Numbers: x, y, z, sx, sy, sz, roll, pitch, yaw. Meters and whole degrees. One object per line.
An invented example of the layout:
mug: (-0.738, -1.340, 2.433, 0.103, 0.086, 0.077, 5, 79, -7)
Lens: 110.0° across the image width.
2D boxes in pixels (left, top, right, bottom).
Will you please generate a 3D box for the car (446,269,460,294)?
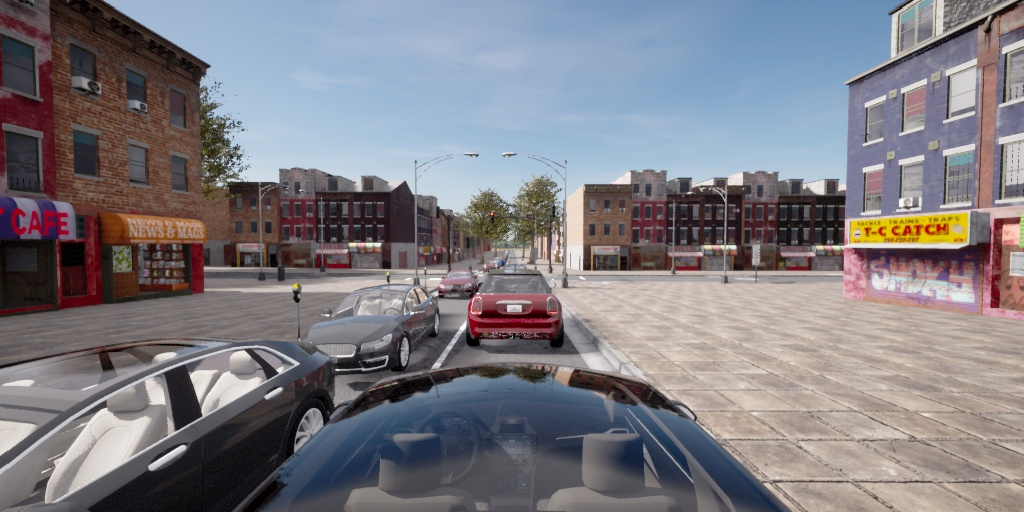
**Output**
car: (-2.613, 1.332, 18.351, 1.802, 1.307, 4.207, 0, 0, 0)

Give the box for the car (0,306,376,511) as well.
car: (-2.640, 1.300, 2.009, 2.007, 1.370, 4.403, 0, 0, 0)

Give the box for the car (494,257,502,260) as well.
car: (-2.568, 1.233, 45.127, 1.967, 1.591, 4.097, 0, 0, 0)

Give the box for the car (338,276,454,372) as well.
car: (-2.631, 1.298, 7.457, 2.007, 1.370, 4.403, 0, 0, 0)

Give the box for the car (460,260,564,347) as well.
car: (0.110, 1.099, 9.501, 2.097, 1.767, 4.553, 0, 0, 2)
